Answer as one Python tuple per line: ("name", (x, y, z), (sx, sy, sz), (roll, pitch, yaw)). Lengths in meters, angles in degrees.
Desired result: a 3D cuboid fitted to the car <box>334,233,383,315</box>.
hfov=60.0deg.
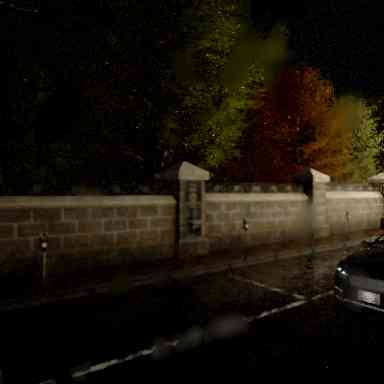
("car", (4.883, 1.437, 6.861), (4.902, 1.511, 2.128), (-1, 0, -36))
